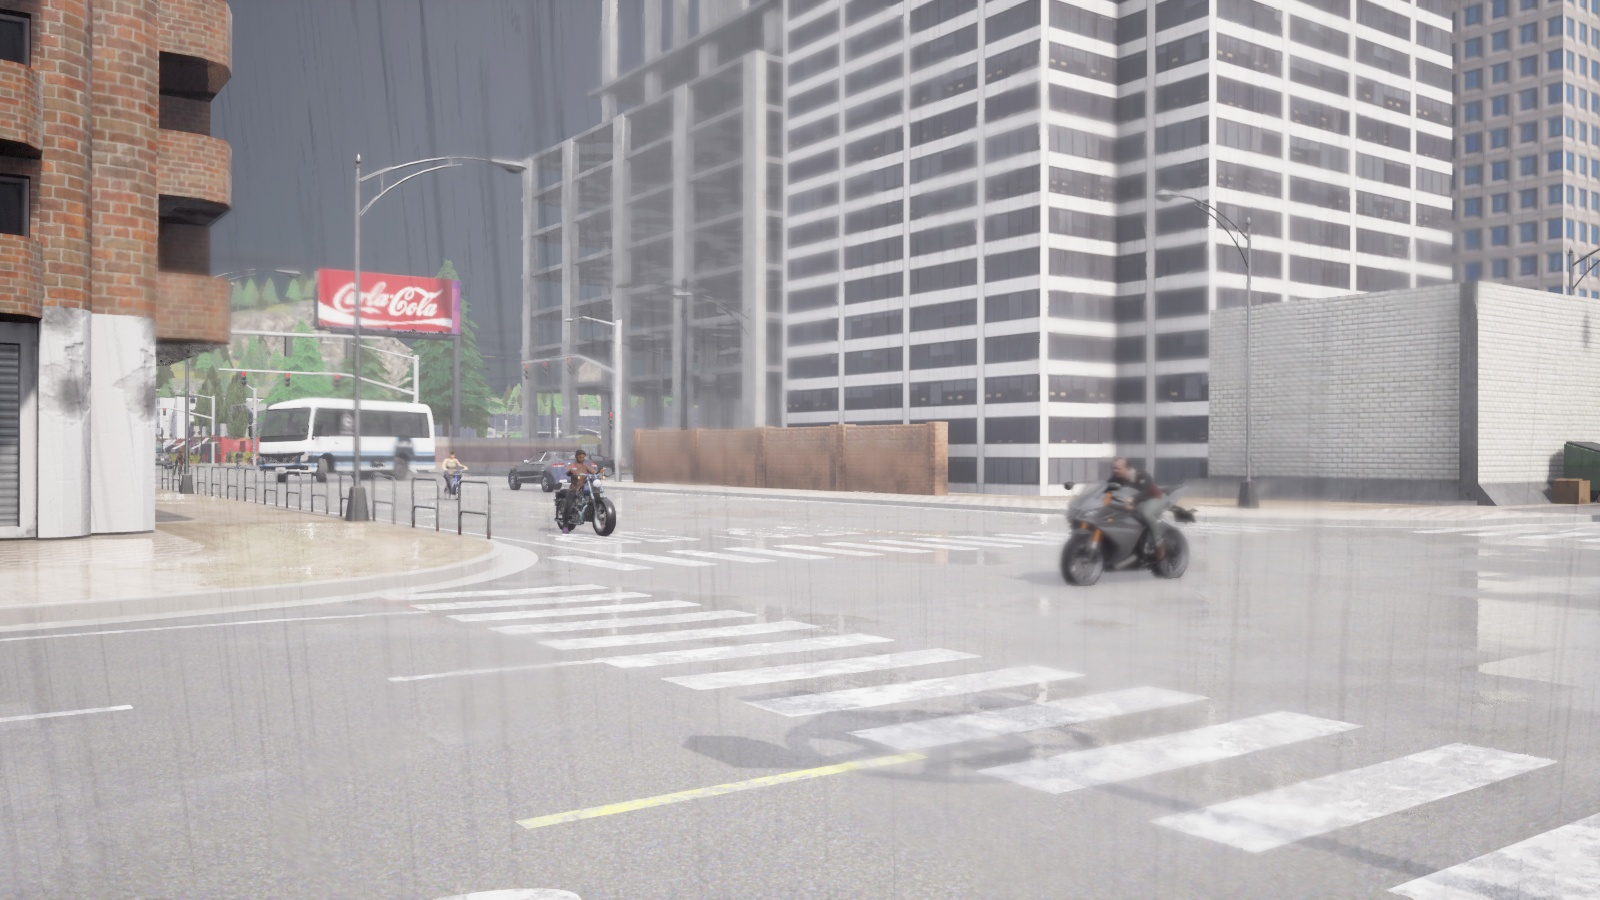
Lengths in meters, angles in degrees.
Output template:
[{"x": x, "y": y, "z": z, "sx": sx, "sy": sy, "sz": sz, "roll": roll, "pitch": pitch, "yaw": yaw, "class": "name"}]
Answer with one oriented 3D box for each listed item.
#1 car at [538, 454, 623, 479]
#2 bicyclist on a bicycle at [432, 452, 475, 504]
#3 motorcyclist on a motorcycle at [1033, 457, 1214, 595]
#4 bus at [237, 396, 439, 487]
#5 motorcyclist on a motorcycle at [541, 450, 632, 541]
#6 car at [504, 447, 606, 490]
[{"x": -13.926, "y": 1.003, "z": 79.919, "sx": 5.008, "sy": 1.535, "sz": 1.882, "roll": 0, "pitch": 0, "yaw": -35, "class": "car"}, {"x": -10.993, "y": 0.858, "z": 39.856, "sx": 0.866, "sy": 1.612, "sz": 1.509, "roll": 0, "pitch": 0, "yaw": -35, "class": "bicyclist on a bicycle"}, {"x": 3.864, "y": 0.849, "z": 14.941, "sx": 2.191, "sy": 1.530, "sz": 0.866, "roll": 0, "pitch": 0, "yaw": -35, "class": "motorcyclist on a motorcycle"}, {"x": -23.613, "y": -0.367, "z": 65.068, "sx": 3.944, "sy": 4.253, "sz": 10.273, "roll": -2, "pitch": -1, "yaw": 21, "class": "bus"}, {"x": -4.087, "y": 0.818, "z": 23.884, "sx": 0.766, "sy": 1.649, "sz": 2.350, "roll": 0, "pitch": 0, "yaw": -35, "class": "motorcyclist on a motorcycle"}, {"x": -9.902, "y": 0.723, "z": 50.491, "sx": 2.152, "sy": 1.651, "sz": 5.027, "roll": 0, "pitch": 0, "yaw": -35, "class": "car"}]
